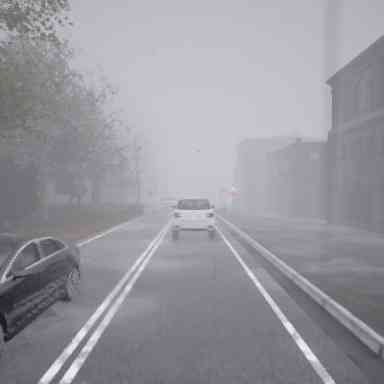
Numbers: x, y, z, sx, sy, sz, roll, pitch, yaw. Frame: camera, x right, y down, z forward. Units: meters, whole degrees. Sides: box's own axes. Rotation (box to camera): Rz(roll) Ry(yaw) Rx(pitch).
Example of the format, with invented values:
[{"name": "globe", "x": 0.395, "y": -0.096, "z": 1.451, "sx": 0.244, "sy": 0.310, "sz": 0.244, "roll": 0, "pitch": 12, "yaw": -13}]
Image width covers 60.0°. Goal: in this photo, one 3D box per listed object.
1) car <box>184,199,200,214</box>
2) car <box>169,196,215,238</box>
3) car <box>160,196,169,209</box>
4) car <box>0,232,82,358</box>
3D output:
[{"name": "car", "x": 0.010, "y": 1.820, "z": 42.610, "sx": 1.895, "sy": 1.301, "sz": 4.718, "roll": 0, "pitch": 5, "yaw": 0}, {"name": "car", "x": 0.082, "y": 1.304, "z": 18.484, "sx": 2.150, "sy": 2.045, "sz": 5.566, "roll": 0, "pitch": -1, "yaw": 0}, {"name": "car", "x": -3.440, "y": 1.655, "z": 49.123, "sx": 2.150, "sy": 2.045, "sz": 5.566, "roll": 0, "pitch": -1, "yaw": 0}, {"name": "car", "x": -3.352, "y": 1.501, "z": 5.514, "sx": 2.128, "sy": 1.511, "sz": 4.902, "roll": 0, "pitch": 0, "yaw": 0}]
